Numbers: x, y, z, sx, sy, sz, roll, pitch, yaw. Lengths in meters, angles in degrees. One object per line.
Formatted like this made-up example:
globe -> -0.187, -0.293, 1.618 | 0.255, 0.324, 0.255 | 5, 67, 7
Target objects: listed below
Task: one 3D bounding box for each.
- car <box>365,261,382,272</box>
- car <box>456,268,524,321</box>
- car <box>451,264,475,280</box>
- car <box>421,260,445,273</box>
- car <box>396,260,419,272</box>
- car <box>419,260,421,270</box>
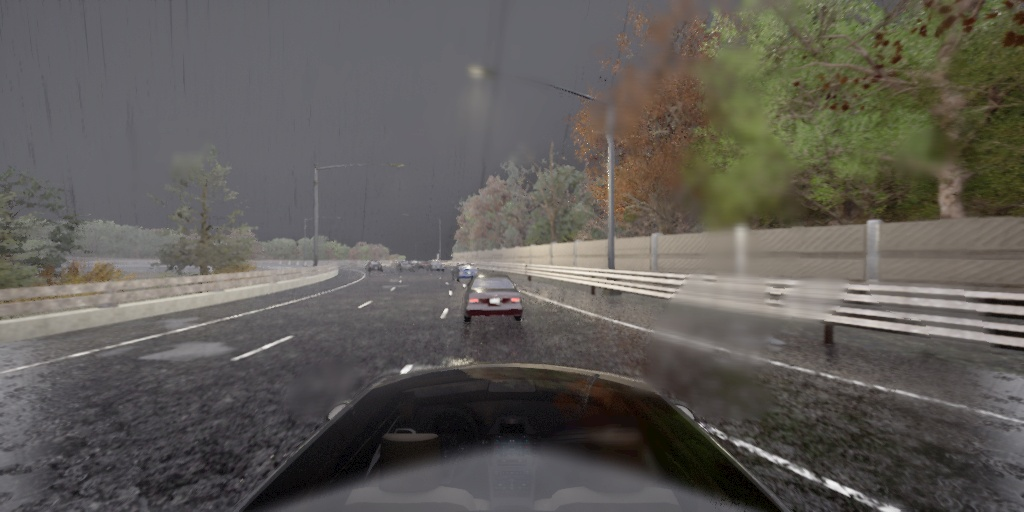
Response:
car -> -19.691, 1.450, 51.117 | 1.812, 1.442, 4.674 | 0, 0, -28
car -> -0.762, 1.327, 12.658 | 2.033, 1.411, 5.357 | 0, 0, -6
car -> -4.023, 1.380, 30.413 | 2.033, 1.411, 5.357 | 0, 0, -16
car -> -10.293, 1.439, 47.675 | 2.033, 1.411, 5.357 | 0, 0, -23
car -> -14.640, 1.397, 48.879 | 2.128, 1.511, 4.902 | 0, 0, -26
car -> -14.081, 1.427, 56.422 | 1.837, 1.490, 4.892 | 0, 0, -23
